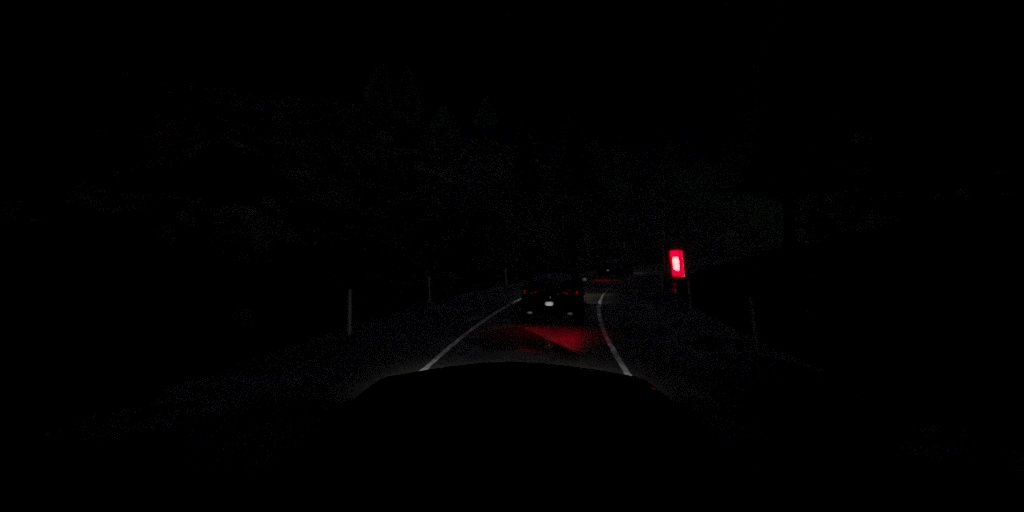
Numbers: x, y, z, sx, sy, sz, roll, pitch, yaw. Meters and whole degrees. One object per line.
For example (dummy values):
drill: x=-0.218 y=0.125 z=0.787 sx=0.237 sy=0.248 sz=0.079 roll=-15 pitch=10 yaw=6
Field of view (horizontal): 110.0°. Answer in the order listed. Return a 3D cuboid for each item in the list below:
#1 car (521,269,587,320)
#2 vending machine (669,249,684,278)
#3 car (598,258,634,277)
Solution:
car: x=1.590 y=1.196 z=12.682 sx=1.882 sy=1.535 sz=5.008 roll=0 pitch=0 yaw=12
vending machine: x=12.492 y=0.530 z=27.005 sx=1.100 sy=2.100 sz=0.880 roll=0 pitch=0 yaw=32
car: x=8.723 y=0.893 z=29.838 sx=1.882 sy=1.535 sz=5.008 roll=-2 pitch=1 yaw=32
